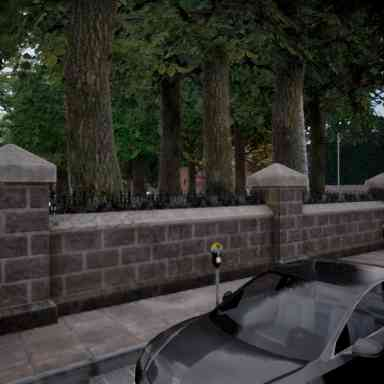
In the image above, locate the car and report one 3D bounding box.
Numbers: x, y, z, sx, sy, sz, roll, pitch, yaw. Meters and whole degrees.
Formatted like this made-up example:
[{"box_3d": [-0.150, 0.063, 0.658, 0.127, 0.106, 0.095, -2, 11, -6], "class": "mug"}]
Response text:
[{"box_3d": [1.470, 1.565, 3.872, 4.313, 1.339, 1.947, 0, -1, -36], "class": "car"}]
